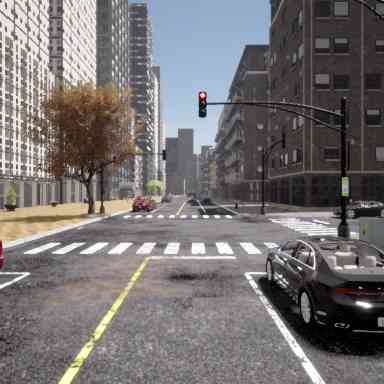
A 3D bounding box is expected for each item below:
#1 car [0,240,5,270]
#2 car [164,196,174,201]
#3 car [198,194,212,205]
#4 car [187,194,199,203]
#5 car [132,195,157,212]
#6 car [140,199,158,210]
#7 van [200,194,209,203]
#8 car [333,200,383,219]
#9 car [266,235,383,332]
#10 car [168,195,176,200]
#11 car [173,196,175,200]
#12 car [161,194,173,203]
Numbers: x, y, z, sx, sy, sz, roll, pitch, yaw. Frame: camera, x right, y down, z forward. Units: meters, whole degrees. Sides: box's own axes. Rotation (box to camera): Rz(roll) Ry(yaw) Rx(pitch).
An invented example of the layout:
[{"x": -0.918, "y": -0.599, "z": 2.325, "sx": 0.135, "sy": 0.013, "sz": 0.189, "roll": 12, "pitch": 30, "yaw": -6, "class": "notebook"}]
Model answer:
[{"x": -5.692, "y": 1.545, "z": 6.750, "sx": 1.887, "sy": 1.381, "sz": 4.507, "roll": 0, "pitch": 0, "yaw": 0, "class": "car"}, {"x": -5.715, "y": 1.631, "z": 83.321, "sx": 2.008, "sy": 1.369, "sz": 4.403, "roll": 0, "pitch": 0, "yaw": 0, "class": "car"}, {"x": 2.673, "y": 1.610, "z": 61.231, "sx": 1.947, "sy": 1.339, "sz": 4.313, "roll": 0, "pitch": 0, "yaw": 0, "class": "car"}, {"x": -0.020, "y": 1.656, "z": 68.907, "sx": 1.895, "sy": 1.301, "sz": 4.718, "roll": 0, "pitch": 0, "yaw": 0, "class": "car"}, {"x": -5.702, "y": 1.336, "z": 39.138, "sx": 2.192, "sy": 1.841, "sz": 5.009, "roll": 0, "pitch": 0, "yaw": 0, "class": "car"}, {"x": -5.704, "y": 1.592, "z": 44.661, "sx": 1.947, "sy": 1.339, "sz": 4.313, "roll": 0, "pitch": 0, "yaw": 0, "class": "car"}, {"x": 2.669, "y": 1.401, "z": 72.278, "sx": 1.690, "sy": 1.788, "sz": 3.998, "roll": 0, "pitch": 0, "yaw": 0, "class": "van"}, {"x": 13.419, "y": 1.350, "z": 26.161, "sx": 4.403, "sy": 1.369, "sz": 2.008, "roll": -1, "pitch": 1, "yaw": -1, "class": "car"}, {"x": 2.688, "y": 1.551, "z": 6.752, "sx": 2.008, "sy": 1.369, "sz": 4.403, "roll": 0, "pitch": 0, "yaw": 0, "class": "car"}, {"x": -5.718, "y": 1.653, "z": 94.367, "sx": 2.008, "sy": 1.369, "sz": 4.403, "roll": 0, "pitch": 0, "yaw": 0, "class": "car"}, {"x": -5.713, "y": 1.385, "z": 77.798, "sx": 2.192, "sy": 1.841, "sz": 5.009, "roll": 0, "pitch": 0, "yaw": 0, "class": "car"}, {"x": -5.712, "y": 1.626, "z": 72.276, "sx": 1.947, "sy": 1.339, "sz": 4.313, "roll": 0, "pitch": 0, "yaw": 0, "class": "car"}]
